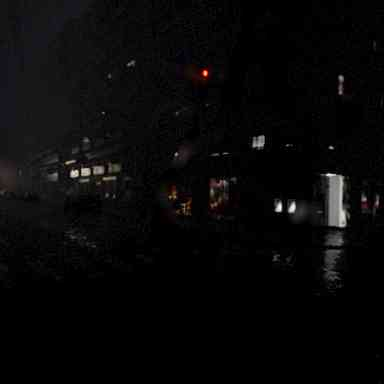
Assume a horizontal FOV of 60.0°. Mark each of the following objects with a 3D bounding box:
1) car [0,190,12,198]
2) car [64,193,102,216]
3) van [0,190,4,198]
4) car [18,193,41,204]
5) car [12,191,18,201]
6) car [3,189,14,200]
[{"bbox_3d":[-39.081,0.365,69.390,1.967,1.590,4.097,3,-1,-36],"label":"car"},{"bbox_3d":[-9.247,1.038,28.135,2.192,1.841,5.009,3,-1,-36],"label":"car"},{"bbox_3d":[-35.763,0.355,64.807,1.690,1.788,3.998,3,-1,-36],"label":"van"},{"bbox_3d":[-22.509,0.808,46.470,1.967,1.590,4.097,3,-1,-36],"label":"car"},{"bbox_3d":[-25.828,0.845,51.053,1.947,1.339,4.313,3,-1,-36],"label":"car"},{"bbox_3d":[-32.555,0.625,60.360,1.752,1.417,4.829,3,-1,-36],"label":"car"}]
